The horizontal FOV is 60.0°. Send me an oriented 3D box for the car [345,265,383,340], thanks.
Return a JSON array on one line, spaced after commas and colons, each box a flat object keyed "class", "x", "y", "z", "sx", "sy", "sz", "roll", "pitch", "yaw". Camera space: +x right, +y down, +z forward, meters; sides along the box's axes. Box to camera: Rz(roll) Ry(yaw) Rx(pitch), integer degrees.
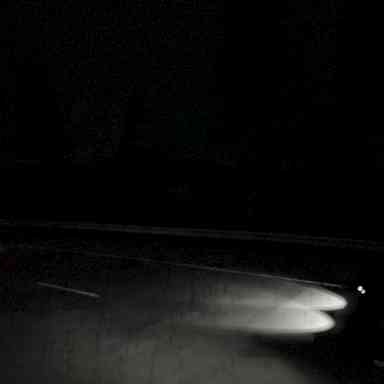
[{"class": "car", "x": 4.511, "y": 1.536, "z": 4.738, "sx": 4.181, "sy": 1.385, "sz": 1.994, "roll": 0, "pitch": 0, "yaw": 35}]
